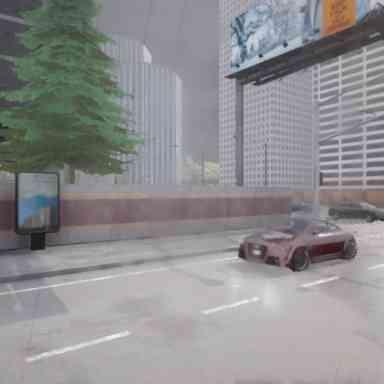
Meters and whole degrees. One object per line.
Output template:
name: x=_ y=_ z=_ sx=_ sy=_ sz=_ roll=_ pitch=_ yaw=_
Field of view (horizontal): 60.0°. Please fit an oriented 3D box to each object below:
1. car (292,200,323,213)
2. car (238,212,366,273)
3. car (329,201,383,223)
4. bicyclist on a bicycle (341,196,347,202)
car: x=11.435 y=1.545 z=35.087 sx=1.812 sy=1.442 sz=4.674 roll=0 pitch=0 yaw=-35
car: x=3.499 y=1.570 z=10.801 sx=4.181 sy=1.385 sz=1.994 roll=0 pitch=0 yaw=-36
car: x=13.023 y=1.522 z=25.886 sx=1.837 sy=1.490 sz=4.892 roll=1 pitch=0 yaw=-28
bicyclist on a bicycle: x=21.243 y=1.330 z=46.301 sx=1.656 sy=1.620 sz=0.582 roll=0 pitch=0 yaw=-35
